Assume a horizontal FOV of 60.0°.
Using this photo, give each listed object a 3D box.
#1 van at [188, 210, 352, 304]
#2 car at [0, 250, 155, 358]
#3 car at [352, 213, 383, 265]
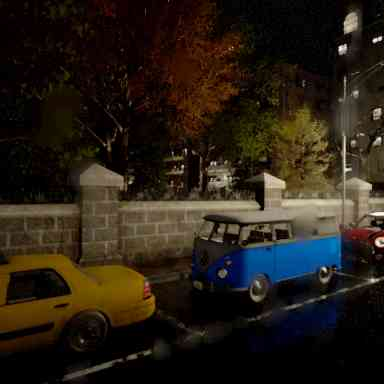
[{"bbox_3d":[1.829,1.341,7.862,3.998,1.788,1.690,0,1,-36],"label":"van"},{"bbox_3d":[-2.877,1.525,4.498,4.829,1.417,1.752,0,1,-36],"label":"car"},{"bbox_3d":[6.393,1.440,11.129,4.097,1.590,1.967,0,1,-36],"label":"car"}]
